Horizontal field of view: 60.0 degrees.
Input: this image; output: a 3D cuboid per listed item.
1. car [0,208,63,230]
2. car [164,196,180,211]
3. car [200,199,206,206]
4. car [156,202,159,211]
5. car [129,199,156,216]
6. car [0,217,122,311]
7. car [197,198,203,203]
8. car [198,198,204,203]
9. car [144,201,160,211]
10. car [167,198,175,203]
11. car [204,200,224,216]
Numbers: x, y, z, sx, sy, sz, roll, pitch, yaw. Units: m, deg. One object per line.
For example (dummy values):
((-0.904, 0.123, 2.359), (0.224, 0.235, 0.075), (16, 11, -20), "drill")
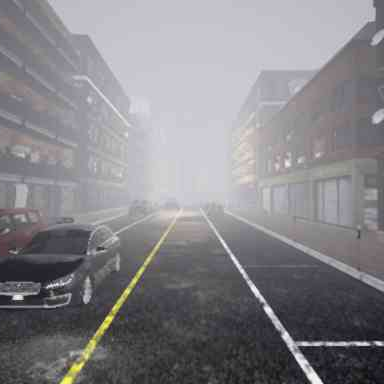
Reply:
((-5.701, 1.411, 9.093), (2.192, 1.841, 5.009), (0, -1, 0), "car")
((-3.080, 1.666, 50.741), (2.150, 2.045, 5.566), (0, -1, 0), "car")
((2.615, 2.018, 48.552), (1.887, 1.381, 4.507), (0, -1, 0), "car")
((-5.756, 1.865, 42.907), (1.967, 1.590, 4.097), (0, -1, 0), "car")
((-5.746, 1.686, 37.273), (2.192, 1.841, 5.009), (0, -1, 0), "car")
((-3.012, 1.589, 8.171), (1.837, 1.490, 4.892), (0, 0, 0), "car")
((2.580, 2.242, 71.095), (2.008, 1.369, 4.403), (0, -1, 0), "car")
((2.545, 2.433, 93.809), (1.752, 1.417, 4.829), (0, -1, 0), "car")
((-5.765, 2.025, 48.543), (1.887, 1.381, 4.507), (0, -1, 0), "car")
((-5.837, 2.463, 93.630), (2.008, 1.369, 4.403), (0, -1, 0), "car")
((2.633, 1.891, 37.450), (1.752, 1.417, 4.829), (0, -1, 0), "car")
